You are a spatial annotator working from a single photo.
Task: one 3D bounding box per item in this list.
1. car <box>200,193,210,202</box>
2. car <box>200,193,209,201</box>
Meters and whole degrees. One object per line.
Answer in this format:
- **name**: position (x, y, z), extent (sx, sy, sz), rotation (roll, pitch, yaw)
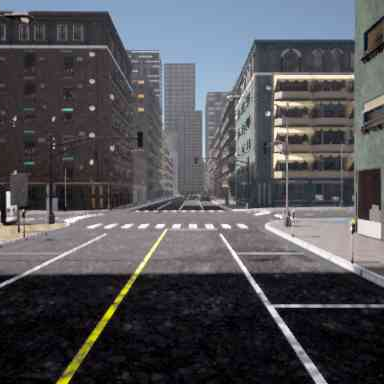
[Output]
- **car**: position (3.106, 1.233, 77.973), extent (2.150, 2.045, 5.566), rotation (0, 0, 0)
- **car**: position (3.107, 1.238, 84.973), extent (2.150, 2.045, 5.566), rotation (0, 0, 0)
